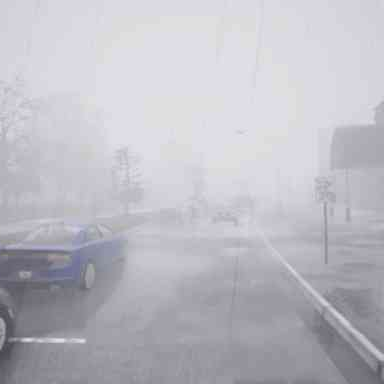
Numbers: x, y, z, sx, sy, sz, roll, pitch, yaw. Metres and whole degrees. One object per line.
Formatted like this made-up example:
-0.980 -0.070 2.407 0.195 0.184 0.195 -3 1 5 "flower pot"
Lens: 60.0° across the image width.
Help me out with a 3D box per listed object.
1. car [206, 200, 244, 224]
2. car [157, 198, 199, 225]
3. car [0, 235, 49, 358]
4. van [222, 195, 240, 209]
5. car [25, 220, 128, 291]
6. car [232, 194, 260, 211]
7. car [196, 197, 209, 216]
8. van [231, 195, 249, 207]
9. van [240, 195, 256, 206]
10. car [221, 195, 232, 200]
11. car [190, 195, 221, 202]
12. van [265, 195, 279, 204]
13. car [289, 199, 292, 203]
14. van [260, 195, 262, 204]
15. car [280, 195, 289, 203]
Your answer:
2.638 1.607 25.101 2.033 1.411 5.357 0 0 10 "car"
-1.252 1.564 25.089 2.231 1.521 4.892 -3 0 11 "car"
-3.513 1.492 2.846 2.231 1.521 4.892 0 0 2 "car"
6.162 1.457 52.130 1.878 1.987 4.442 -3 -1 18 "van"
-3.177 1.506 9.164 2.097 1.535 5.008 0 0 4 "car"
6.947 1.323 42.462 2.150 2.045 5.566 -1 0 17 "car"
-0.168 1.581 30.574 2.231 1.521 4.892 -3 0 12 "car"
8.240 1.498 57.324 1.878 1.987 4.442 -3 -1 23 "van"
10.495 1.546 62.441 1.878 1.987 4.442 -3 -1 24 "van"
4.328 1.643 46.925 1.946 1.575 5.366 -3 -1 20 "car"
1.105 1.345 36.055 2.435 2.045 5.566 -3 -1 14 "car"
18.349 1.721 77.245 1.878 1.987 4.442 -3 -1 29 "van"
24.416 2.103 86.492 2.002 1.452 4.674 -3 -1 35 "car"
12.911 1.600 67.471 1.878 1.987 4.442 -3 -1 25 "van"
21.282 1.757 81.901 2.435 2.045 5.566 -3 -1 31 "car"
